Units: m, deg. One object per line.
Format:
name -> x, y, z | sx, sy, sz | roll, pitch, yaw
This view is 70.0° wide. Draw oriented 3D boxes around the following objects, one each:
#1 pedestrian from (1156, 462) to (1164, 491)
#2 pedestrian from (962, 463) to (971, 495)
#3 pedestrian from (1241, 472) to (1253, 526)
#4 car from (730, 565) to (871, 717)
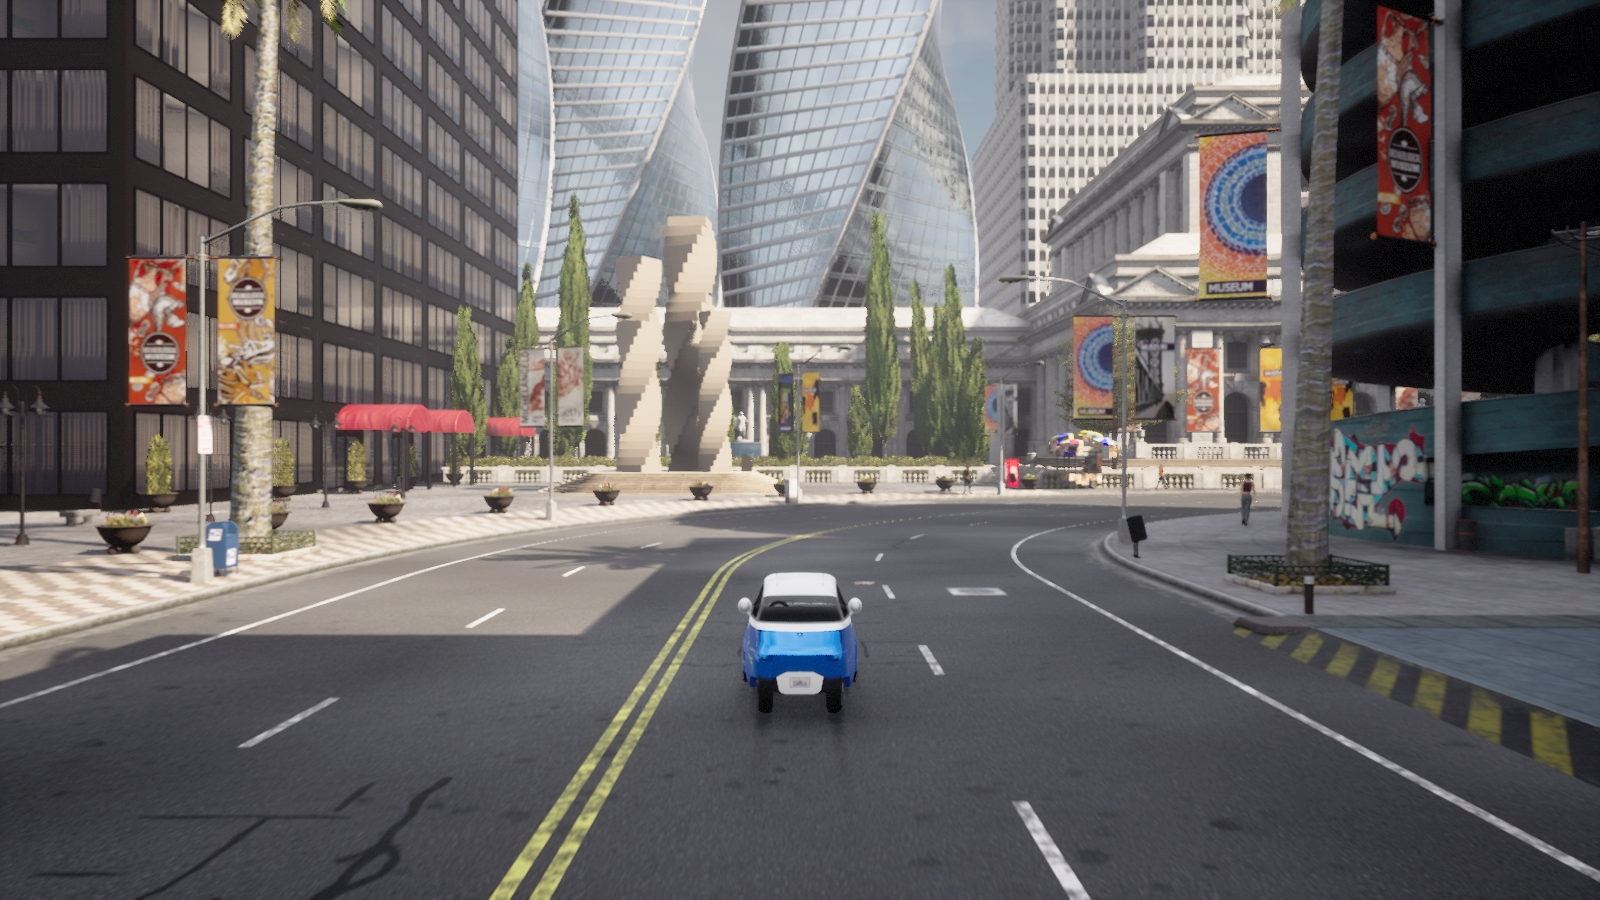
pedestrian -> 23.205, 1.696, 73.605 | 0.375, 1.860, 0.375 | 0, 0, -9
pedestrian -> 9.801, 1.696, 67.186 | 0.375, 1.860, 0.375 | 0, 0, 38
pedestrian -> 15.549, 1.696, 39.757 | 0.375, 1.860, 0.375 | 0, 0, 22
car -> 0.001, 2.120, 13.126 | 1.481, 1.376, 2.207 | 0, 0, 0
